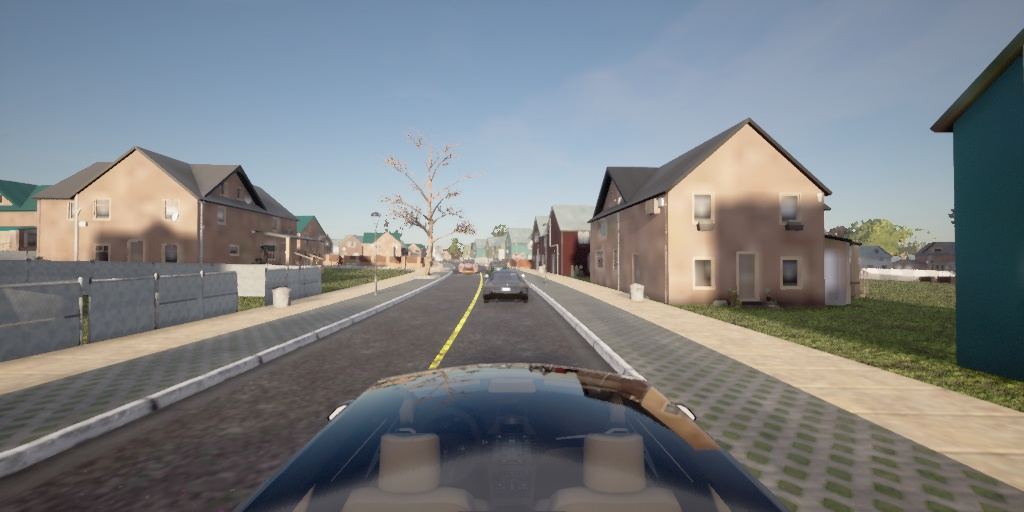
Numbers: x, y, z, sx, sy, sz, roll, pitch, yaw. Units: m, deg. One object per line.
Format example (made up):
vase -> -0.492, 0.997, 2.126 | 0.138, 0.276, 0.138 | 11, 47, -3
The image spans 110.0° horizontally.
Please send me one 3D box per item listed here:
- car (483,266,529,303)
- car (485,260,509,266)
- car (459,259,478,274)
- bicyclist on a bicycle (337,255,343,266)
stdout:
car -> -0.321, 1.325, 16.583 | 1.994, 1.385, 4.181 | 0, 0, -2
car -> -1.281, 1.122, 31.581 | 2.097, 1.767, 4.553 | 0, 0, -5
car -> -5.017, 1.158, 41.334 | 2.097, 1.767, 4.553 | 0, 0, -7
bicyclist on a bicycle -> -24.958, 0.613, 51.968 | 0.582, 1.620, 1.656 | 1, 0, 3
